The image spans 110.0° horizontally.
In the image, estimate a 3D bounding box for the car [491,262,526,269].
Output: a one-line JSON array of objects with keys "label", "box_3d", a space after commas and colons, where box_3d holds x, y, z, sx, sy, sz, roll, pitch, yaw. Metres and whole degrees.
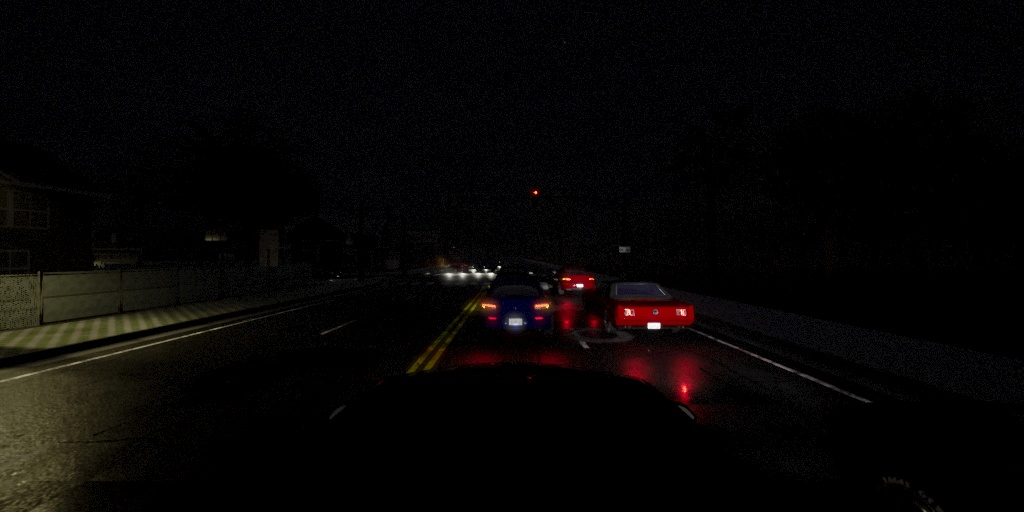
[{"label": "car", "box_3d": [0.071, 1.255, 19.404, 1.837, 1.490, 4.892, 0, 0, 0]}]

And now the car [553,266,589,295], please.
[{"label": "car", "box_3d": [3.324, 1.276, 19.731, 1.812, 1.442, 4.674, 0, 0, 0]}]

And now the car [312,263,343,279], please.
[{"label": "car", "box_3d": [-17.373, 1.324, 30.398, 5.357, 1.411, 2.033, 0, 0, 2]}]

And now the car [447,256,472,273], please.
[{"label": "car", "box_3d": [-6.562, 1.094, 43.992, 2.097, 1.767, 4.553, 0, 0, 0]}]

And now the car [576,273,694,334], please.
[{"label": "car", "box_3d": [3.342, 1.351, 10.623, 1.895, 1.301, 4.718, 0, 0, 0]}]

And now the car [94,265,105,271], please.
[{"label": "car", "box_3d": [-36.982, 1.163, 30.527, 4.553, 1.767, 2.097, 0, 0, 0]}]

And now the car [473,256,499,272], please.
[{"label": "car", "box_3d": [-3.300, 0.962, 46.111, 2.150, 2.045, 5.566, 0, 0, 1]}]

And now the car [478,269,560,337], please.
[{"label": "car", "box_3d": [0.089, 1.276, 10.143, 1.812, 1.442, 4.674, 0, 0, 0]}]

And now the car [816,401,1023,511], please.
[{"label": "car", "box_3d": [3.348, 1.351, 0.671, 1.895, 1.301, 4.718, 0, 0, 0]}]

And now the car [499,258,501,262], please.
[{"label": "car", "box_3d": [-3.296, 1.279, 56.425, 2.033, 1.411, 5.357, 0, 0, 0]}]
